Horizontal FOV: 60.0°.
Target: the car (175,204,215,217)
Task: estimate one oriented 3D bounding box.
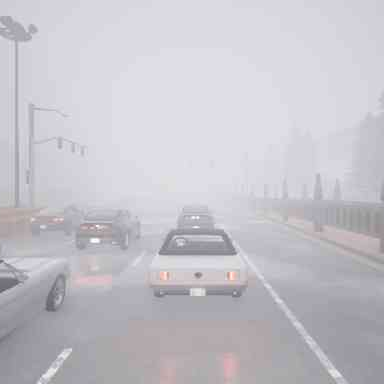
[{"bbox_3d":[0.186,1.384,17.631,1.837,1.490,4.892,0,0,0],"label":"car"}]

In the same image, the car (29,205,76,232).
[{"bbox_3d":[-6.843,1.405,17.537,1.812,1.442,4.674,0,0,-1],"label":"car"}]

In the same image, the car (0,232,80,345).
[{"bbox_3d":[-3.385,1.576,4.682,1.895,1.301,4.718,0,0,0],"label":"car"}]

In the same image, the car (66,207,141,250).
[{"bbox_3d":[-3.338,1.411,13.908,1.837,1.490,4.892,0,0,0],"label":"car"}]

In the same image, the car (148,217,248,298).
[{"bbox_3d":[0.131,1.549,8.371,1.895,1.301,4.718,0,0,0],"label":"car"}]
